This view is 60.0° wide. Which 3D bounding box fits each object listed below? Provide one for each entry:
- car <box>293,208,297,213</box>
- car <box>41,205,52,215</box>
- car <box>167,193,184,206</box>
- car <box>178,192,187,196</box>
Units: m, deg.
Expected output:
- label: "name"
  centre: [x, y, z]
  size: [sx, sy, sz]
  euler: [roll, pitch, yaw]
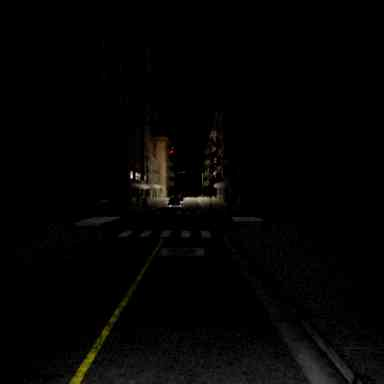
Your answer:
- label: "car"
  centre: [11.646, 1.453, 30.001]
  size: [4.829, 1.417, 1.752]
  euler: [0, 0, 0]
- label: "car"
  centre: [-15.237, 1.430, 30.050]
  size: [4.829, 1.417, 1.752]
  euler: [0, 0, 0]
- label: "car"
  centre: [-2.731, 1.374, 51.787]
  size: [2.033, 1.411, 5.357]
  euler: [0, 0, 0]
- label: "car"
  centre: [-2.722, 1.261, 71.395]
  size: [2.128, 1.511, 4.902]
  euler: [0, 0, 0]
